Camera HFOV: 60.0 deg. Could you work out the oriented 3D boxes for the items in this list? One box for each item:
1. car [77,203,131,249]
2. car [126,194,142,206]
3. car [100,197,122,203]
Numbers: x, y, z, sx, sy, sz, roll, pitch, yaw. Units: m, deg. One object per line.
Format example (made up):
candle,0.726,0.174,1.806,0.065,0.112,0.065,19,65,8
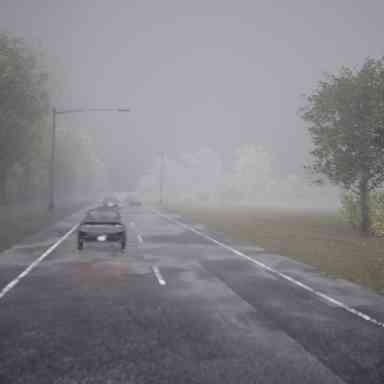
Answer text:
car,-3.758,1.448,14.258,2.128,1.511,4.902,2,0,-13
car,-9.318,1.556,54.287,1.994,1.385,4.181,2,0,-13
car,-7.904,1.274,32.415,2.097,1.767,4.553,2,0,-13
